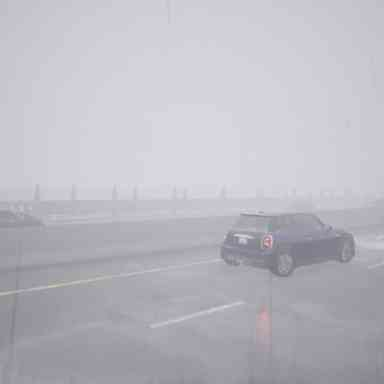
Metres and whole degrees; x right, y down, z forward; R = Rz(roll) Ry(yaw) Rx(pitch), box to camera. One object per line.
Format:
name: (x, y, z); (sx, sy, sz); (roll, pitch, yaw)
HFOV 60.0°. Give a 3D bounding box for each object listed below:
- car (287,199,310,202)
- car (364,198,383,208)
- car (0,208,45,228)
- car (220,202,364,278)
car: (10.460, 1.515, 33.624); (4.892, 1.490, 1.837); (0, 0, -37)
car: (16.852, 1.358, 29.664); (4.553, 1.767, 2.097); (0, 0, -37)
car: (-9.169, 1.512, 14.681); (4.892, 1.490, 1.837); (0, 0, -36)
car: (3.108, 1.355, 10.395); (4.553, 1.767, 2.097); (0, 0, -36)
